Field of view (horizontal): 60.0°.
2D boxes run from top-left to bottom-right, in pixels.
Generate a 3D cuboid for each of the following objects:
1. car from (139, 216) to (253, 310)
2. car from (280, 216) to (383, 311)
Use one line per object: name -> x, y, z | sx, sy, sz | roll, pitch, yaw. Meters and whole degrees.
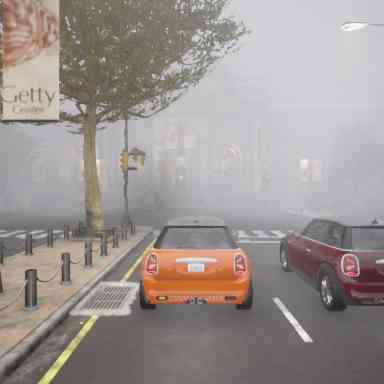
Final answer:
car -> 0.086, 1.352, 7.998 | 2.097, 1.767, 4.553 | 0, 0, 0
car -> 3.586, 1.352, 7.900 | 2.097, 1.767, 4.553 | 0, 0, 0
